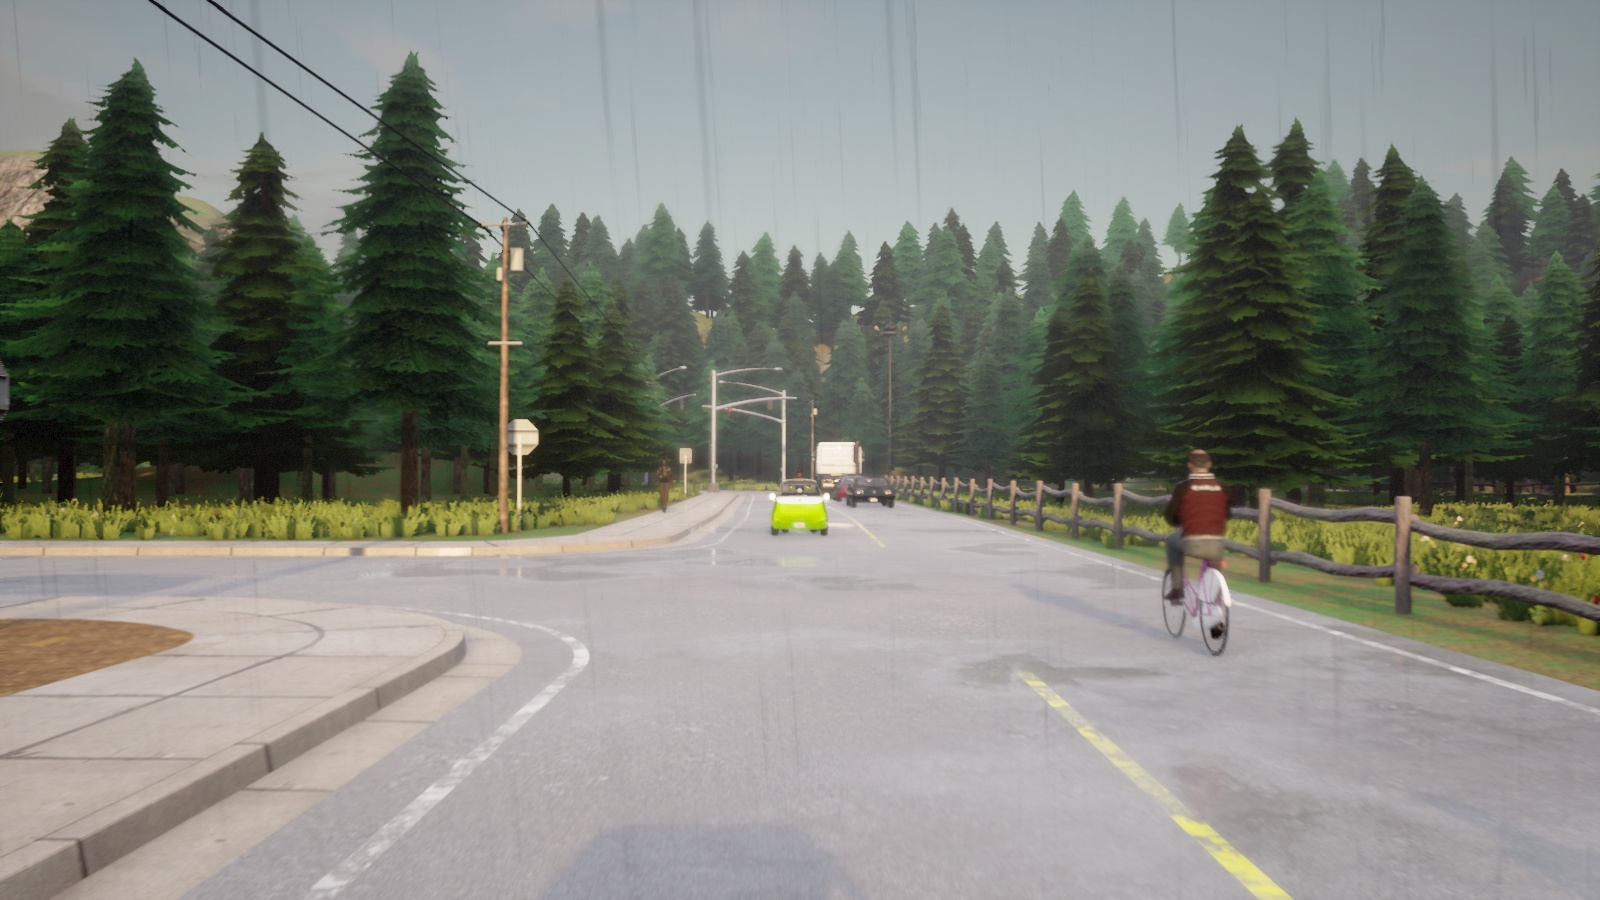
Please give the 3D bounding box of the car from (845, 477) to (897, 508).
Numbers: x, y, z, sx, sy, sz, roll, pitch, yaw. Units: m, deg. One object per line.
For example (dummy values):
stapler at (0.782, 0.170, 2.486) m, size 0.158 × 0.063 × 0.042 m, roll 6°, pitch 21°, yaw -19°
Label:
car at (3.069, 1.836, 55.255) m, size 1.895 × 1.301 × 4.718 m, roll 0°, pitch -1°, yaw -2°

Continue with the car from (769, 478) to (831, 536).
car at (-0.004, 1.391, 31.163) m, size 1.481 × 1.376 × 2.207 m, roll 0°, pitch -1°, yaw 0°

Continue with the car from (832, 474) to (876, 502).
car at (2.777, 1.974, 65.585) m, size 1.994 × 1.385 × 4.181 m, roll 0°, pitch -1°, yaw -2°

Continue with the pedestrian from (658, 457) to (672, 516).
pedestrian at (-4.449, 1.185, 41.382) m, size 0.395 × 1.930 × 0.692 m, roll 0°, pitch -1°, yaw 1°

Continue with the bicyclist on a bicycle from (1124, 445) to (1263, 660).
bicyclist on a bicycle at (3.501, 0.861, 11.325) m, size 0.659 × 1.776 × 1.843 m, roll 0°, pitch -1°, yaw 0°

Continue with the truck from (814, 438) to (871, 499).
truck at (2.486, 1.096, 75.601) m, size 2.891 × 3.462 × 7.936 m, roll 0°, pitch -1°, yaw -2°
